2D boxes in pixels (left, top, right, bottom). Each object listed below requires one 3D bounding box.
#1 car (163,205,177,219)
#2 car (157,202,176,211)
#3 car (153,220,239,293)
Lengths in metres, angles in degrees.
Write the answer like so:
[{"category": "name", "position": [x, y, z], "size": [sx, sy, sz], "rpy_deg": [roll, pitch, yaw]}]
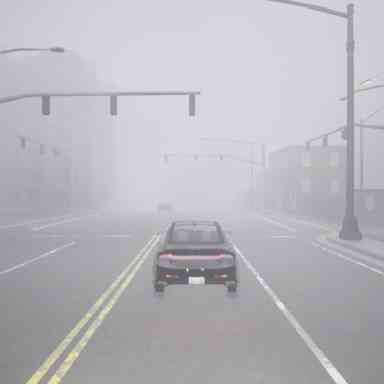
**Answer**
[{"category": "car", "position": [-3.597, 3.335, 54.566], "size": [1.882, 1.535, 5.008], "rpy_deg": [0, -11, 0]}, {"category": "car", "position": [-3.598, 2.079, 45.432], "size": [1.994, 1.385, 4.181], "rpy_deg": [0, -4, 0]}, {"category": "car", "position": [0.075, 1.497, 8.859], "size": [2.128, 1.511, 4.902], "rpy_deg": [0, 0, 0]}]
